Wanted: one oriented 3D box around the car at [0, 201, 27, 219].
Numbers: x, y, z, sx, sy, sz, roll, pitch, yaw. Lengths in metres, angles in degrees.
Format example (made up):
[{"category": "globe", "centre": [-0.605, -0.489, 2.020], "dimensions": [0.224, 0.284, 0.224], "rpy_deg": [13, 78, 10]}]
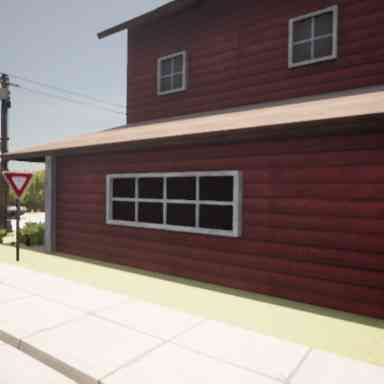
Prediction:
[{"category": "car", "centre": [-14.280, 1.306, 23.135], "dimensions": [1.895, 1.301, 4.718], "rpy_deg": [1, 1, 37]}]
